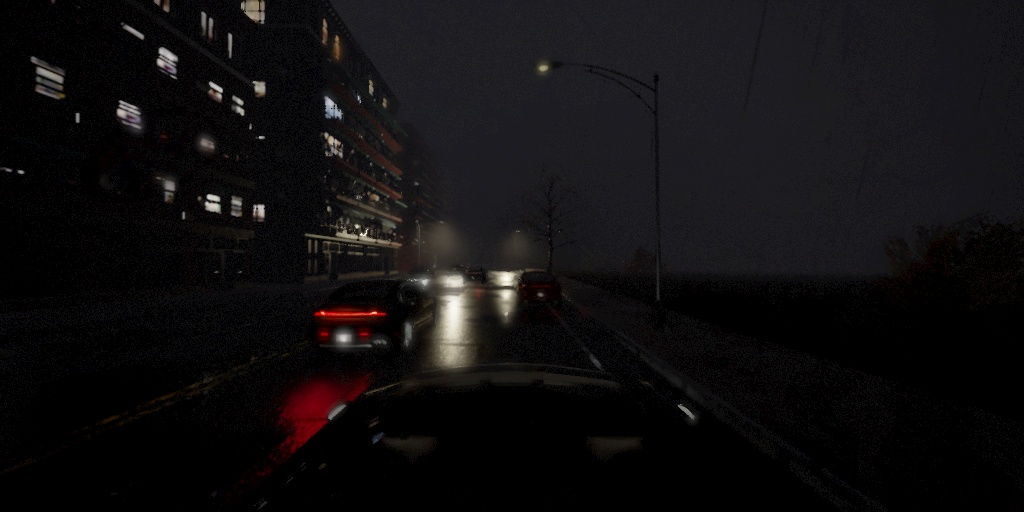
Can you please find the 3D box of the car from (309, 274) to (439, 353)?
[{"bbox_3d":[-3.144,1.348,9.127,1.837,1.490,4.892,0,-2,0],"label":"car"}]

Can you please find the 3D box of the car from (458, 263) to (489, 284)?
[{"bbox_3d":[-3.124,1.626,31.356,2.128,1.511,4.902,0,-1,0],"label":"car"}]

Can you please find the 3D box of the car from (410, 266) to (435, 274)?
[{"bbox_3d":[-9.818,1.800,39.377,1.994,1.385,4.181,0,-1,0],"label":"car"}]

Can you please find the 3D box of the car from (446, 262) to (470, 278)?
[{"bbox_3d":[-6.564,1.784,42.776,1.837,1.490,4.892,0,-1,0],"label":"car"}]

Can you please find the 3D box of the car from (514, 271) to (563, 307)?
[{"bbox_3d":[1.150,1.422,16.638,1.882,1.535,5.008,0,-1,0],"label":"car"}]
